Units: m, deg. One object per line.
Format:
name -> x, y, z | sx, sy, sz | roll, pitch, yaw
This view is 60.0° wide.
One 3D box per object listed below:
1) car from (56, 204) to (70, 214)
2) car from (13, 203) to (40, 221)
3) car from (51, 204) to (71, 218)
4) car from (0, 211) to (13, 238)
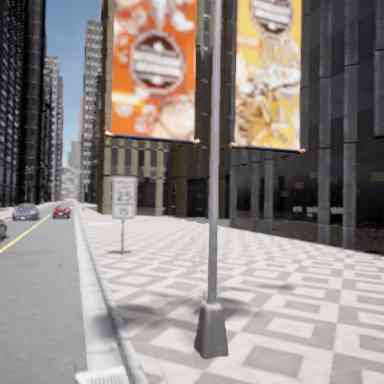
car -> -19.098, 2.514, 49.532 | 1.812, 1.442, 4.674 | 2, -2, -20
car -> -16.679, 1.938, 33.516 | 2.097, 1.767, 4.553 | 2, -2, -19
car -> -15.193, 2.292, 38.696 | 1.812, 1.442, 4.674 | 2, -2, -20
car -> -10.721, 1.812, 16.833 | 1.994, 1.385, 4.181 | 2, -2, -20
